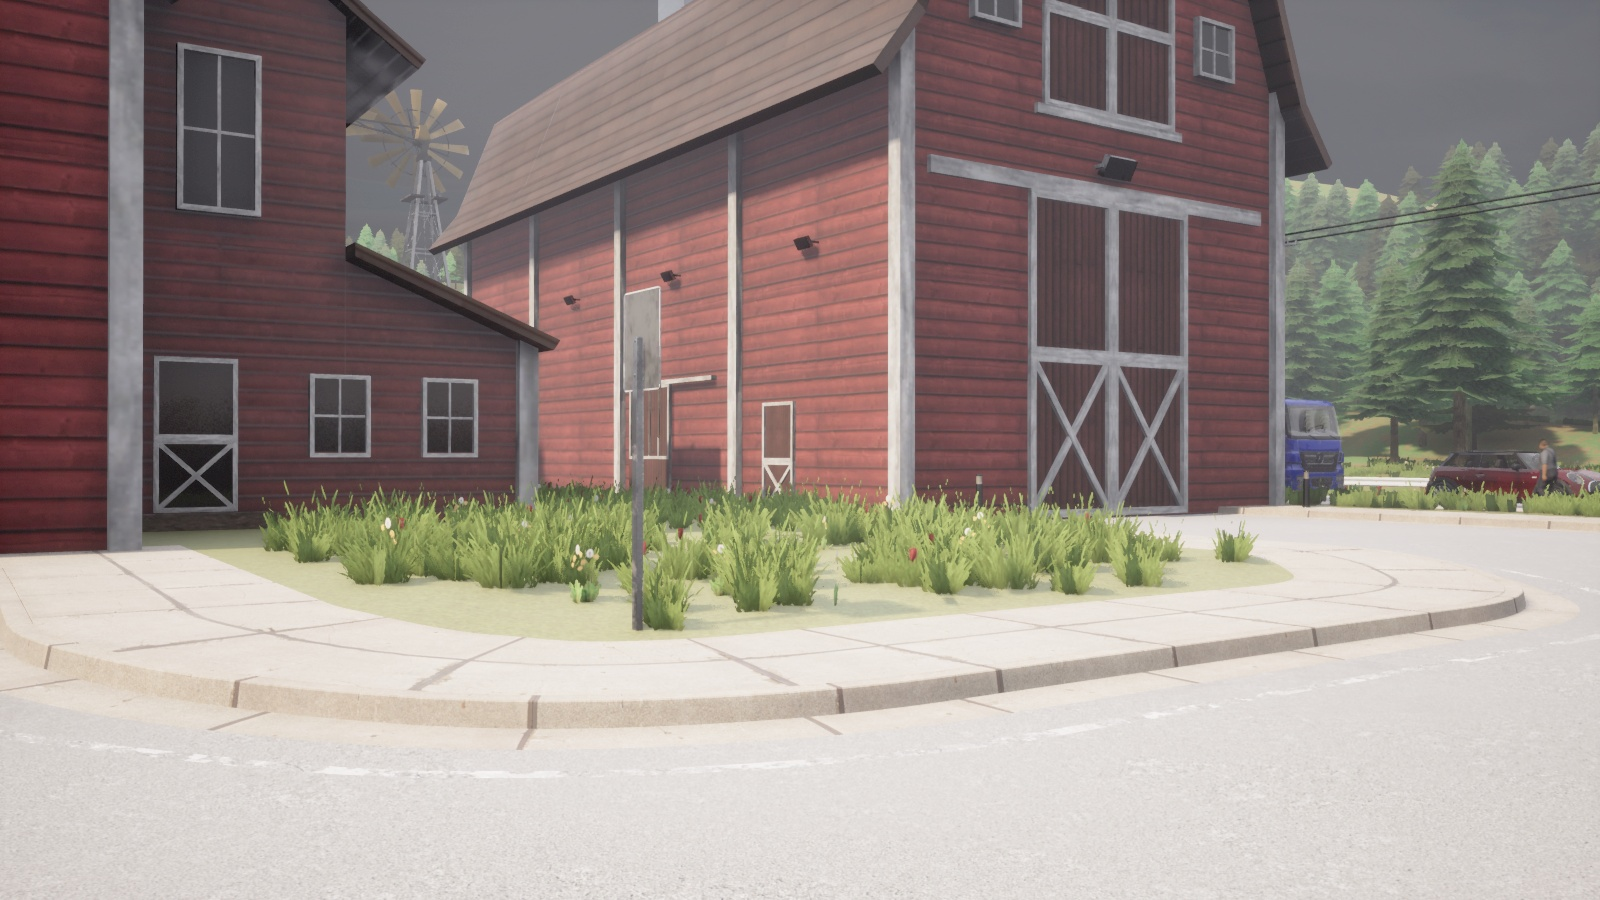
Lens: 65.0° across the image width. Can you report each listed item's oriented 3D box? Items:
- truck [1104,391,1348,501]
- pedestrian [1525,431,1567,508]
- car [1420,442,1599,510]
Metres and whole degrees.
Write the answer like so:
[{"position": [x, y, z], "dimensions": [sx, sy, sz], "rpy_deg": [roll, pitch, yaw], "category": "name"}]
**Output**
[{"position": [14.570, -0.108, 43.665], "dimensions": [2.891, 3.462, 7.936], "rpy_deg": [0, 0, -34], "category": "truck"}, {"position": [18.238, 0.479, 30.698], "dimensions": [0.540, 1.848, 0.694], "rpy_deg": [0, 0, -26], "category": "pedestrian"}, {"position": [20.188, 0.691, 35.237], "dimensions": [2.097, 1.767, 4.553], "rpy_deg": [0, 0, -34], "category": "car"}]
